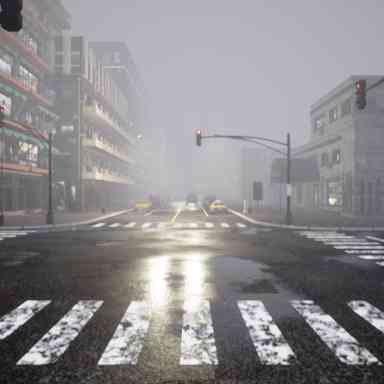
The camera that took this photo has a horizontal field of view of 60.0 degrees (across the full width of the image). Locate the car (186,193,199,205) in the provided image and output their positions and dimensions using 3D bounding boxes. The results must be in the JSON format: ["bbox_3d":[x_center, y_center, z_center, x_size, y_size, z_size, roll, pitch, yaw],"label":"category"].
[{"bbox_3d":[-0.028,1.385,60.684,2.097,1.767,4.553,0,0,0],"label":"car"}]

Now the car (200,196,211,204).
[{"bbox_3d":[2.661,1.593,67.144,2.008,1.369,4.403,0,0,0],"label":"car"}]

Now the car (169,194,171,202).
[{"bbox_3d":[-5.719,1.567,66.969,1.752,1.417,4.829,0,0,0],"label":"car"}]

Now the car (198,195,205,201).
[{"bbox_3d":[2.650,1.605,89.471,1.752,1.417,4.829,0,0,0],"label":"car"}]

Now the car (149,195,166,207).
[{"bbox_3d":[-5.711,1.336,50.522,2.192,1.841,5.009,0,0,0],"label":"car"}]

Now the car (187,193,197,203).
[{"bbox_3d":[-0.032,1.161,70.747,2.150,2.045,5.566,0,0,0],"label":"car"}]

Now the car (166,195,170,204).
[{"bbox_3d":[-5.717,1.585,61.600,2.008,1.369,4.403,0,0,0],"label":"car"}]

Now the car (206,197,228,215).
[{"bbox_3d":[2.677,1.534,34.079,1.752,1.417,4.829,0,0,0],"label":"car"}]

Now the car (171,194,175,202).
[{"bbox_3d":[-5.725,1.604,78.218,1.887,1.381,4.507,0,0,0],"label":"car"}]

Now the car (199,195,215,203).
[{"bbox_3d":[2.670,1.336,50.526,2.192,1.841,5.009,0,0,0],"label":"car"}]

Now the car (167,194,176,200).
[{"bbox_3d":[-5.732,1.406,94.836,2.192,1.841,5.009,0,0,0],"label":"car"}]

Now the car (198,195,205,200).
[{"bbox_3d":[2.648,1.642,94.840,2.008,1.369,4.403,0,0,0],"label":"car"}]

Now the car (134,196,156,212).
[{"bbox_3d":[-5.706,1.537,39.273,1.752,1.417,4.829,0,0,0],"label":"car"}]

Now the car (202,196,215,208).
[{"bbox_3d":[2.671,1.598,44.987,1.802,1.307,4.206,0,0,0],"label":"car"}]
